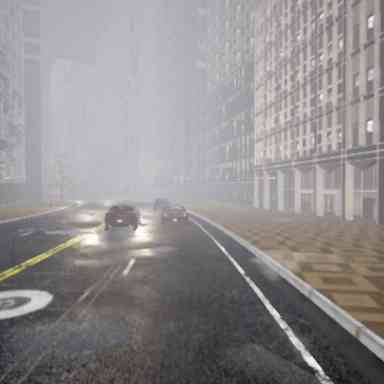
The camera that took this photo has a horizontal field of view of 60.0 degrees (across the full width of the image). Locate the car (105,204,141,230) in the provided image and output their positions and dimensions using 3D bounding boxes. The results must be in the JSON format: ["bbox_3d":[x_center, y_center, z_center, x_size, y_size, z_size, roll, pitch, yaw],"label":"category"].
[{"bbox_3d":[-4.316,1.478,21.230,1.882,1.535,5.008,0,0,-6],"label":"car"}]

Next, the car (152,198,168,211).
[{"bbox_3d":[-3.892,1.460,41.217,1.882,1.535,5.008,0,0,-11],"label":"car"}]

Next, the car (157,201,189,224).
[{"bbox_3d":[-1.382,1.587,24.534,1.895,1.301,4.718,0,0,-6],"label":"car"}]
